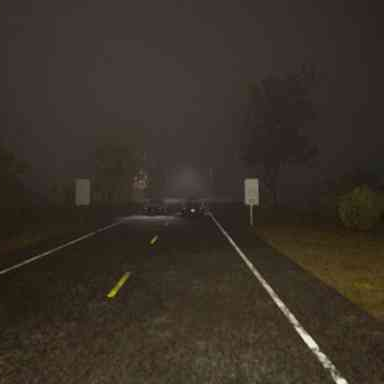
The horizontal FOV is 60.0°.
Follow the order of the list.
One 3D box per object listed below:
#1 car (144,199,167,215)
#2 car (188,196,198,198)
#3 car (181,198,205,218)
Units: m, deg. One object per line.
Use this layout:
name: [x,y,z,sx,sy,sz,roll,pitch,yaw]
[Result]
car: [-3.517,1.395,32.721,1.882,1.535,5.008,0,0,1]
car: [0.125,1.259,44.158,2.097,1.767,4.553,0,0,0]
car: [0.091,1.485,29.390,1.994,1.385,4.181,0,0,0]
